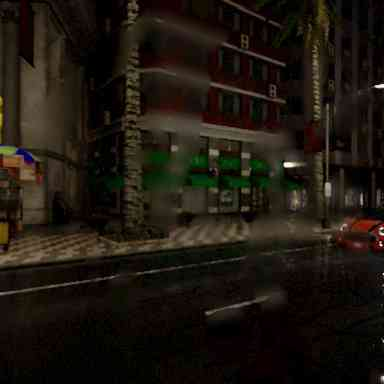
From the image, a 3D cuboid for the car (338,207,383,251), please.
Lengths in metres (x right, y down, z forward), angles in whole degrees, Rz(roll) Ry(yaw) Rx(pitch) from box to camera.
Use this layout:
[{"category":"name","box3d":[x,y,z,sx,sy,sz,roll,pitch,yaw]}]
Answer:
[{"category":"car","box3d":[8.101,1.423,13.767,4.553,1.767,2.097,0,0,-34]}]
